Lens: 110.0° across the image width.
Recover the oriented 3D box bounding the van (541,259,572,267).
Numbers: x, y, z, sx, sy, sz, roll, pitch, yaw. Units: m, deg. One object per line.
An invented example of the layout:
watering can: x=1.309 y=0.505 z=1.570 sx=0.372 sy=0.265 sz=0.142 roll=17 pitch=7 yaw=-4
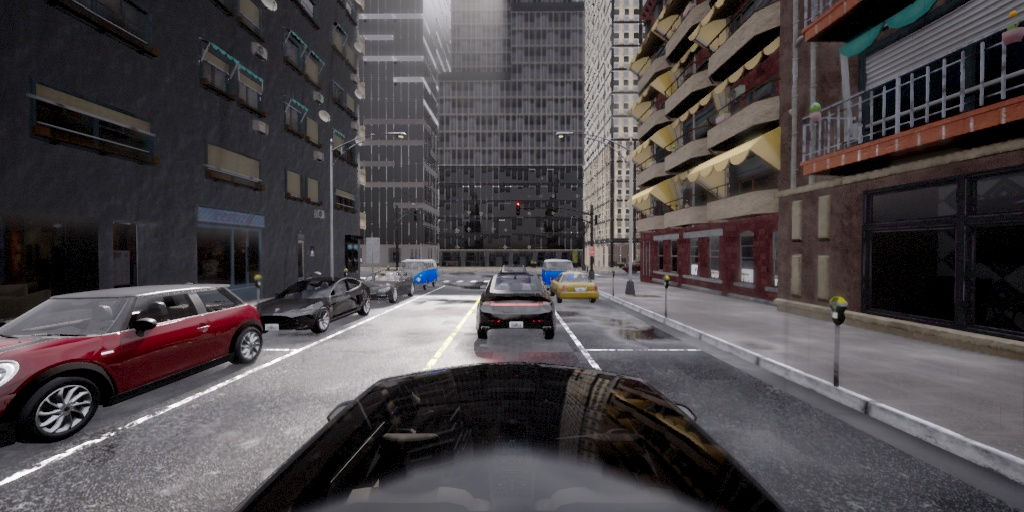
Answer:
van: x=2.719 y=1.086 z=21.835 sx=1.690 sy=1.789 sz=3.998 roll=0 pitch=0 yaw=0

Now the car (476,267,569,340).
car: x=0.095 y=1.239 z=10.010 sx=2.128 sy=1.511 sz=4.902 roll=0 pitch=0 yaw=0

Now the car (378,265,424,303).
car: x=-5.671 y=1.297 z=16.275 sx=2.007 sy=1.370 sz=4.403 roll=0 pitch=0 yaw=0

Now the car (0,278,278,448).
car: x=-5.688 y=1.189 z=5.071 sx=1.967 sy=1.591 sz=4.097 roll=0 pitch=0 yaw=0

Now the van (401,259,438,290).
van: x=-5.662 y=1.086 z=21.877 sx=1.690 sy=1.789 sz=3.998 roll=0 pitch=0 yaw=0

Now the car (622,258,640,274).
car: x=15.292 y=1.087 z=41.154 sx=5.009 sy=1.841 sz=2.192 roll=0 pitch=0 yaw=0

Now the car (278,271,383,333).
car: x=-5.680 y=1.313 z=10.672 sx=1.948 sy=1.339 sz=4.313 roll=0 pitch=0 yaw=0

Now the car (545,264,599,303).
car: x=2.710 y=1.272 z=16.403 sx=1.751 sy=1.417 sz=4.829 roll=0 pitch=0 yaw=0

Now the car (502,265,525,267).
car: x=0.093 y=1.237 z=20.312 sx=2.128 sy=1.511 sz=4.902 roll=0 pitch=0 yaw=0

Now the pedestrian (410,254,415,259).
pedestrian: x=-12.329 y=0.635 z=44.289 sx=0.375 sy=1.860 sz=0.375 roll=0 pitch=1 yaw=0
